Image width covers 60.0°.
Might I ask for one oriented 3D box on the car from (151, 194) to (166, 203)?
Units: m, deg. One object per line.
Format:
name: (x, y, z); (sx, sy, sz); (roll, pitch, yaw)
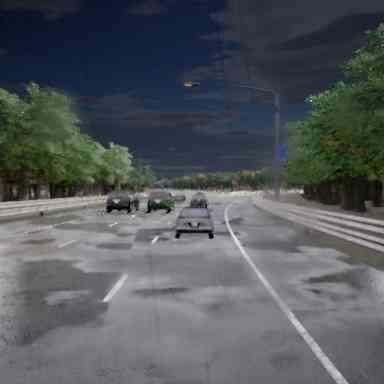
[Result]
car: (-5.622, 1.058, 55.723); (1.994, 1.385, 4.181); (0, 1, 2)

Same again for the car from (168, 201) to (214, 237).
car: (0.144, 1.422, 17.028); (2.033, 1.411, 5.357); (0, 0, 1)

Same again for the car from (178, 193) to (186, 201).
car: (-2.073, 0.980, 57.095); (2.128, 1.511, 4.902); (0, 1, 2)

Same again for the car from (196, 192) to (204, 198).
car: (2.003, 0.751, 86.468); (1.882, 1.535, 5.008); (0, 0, 0)

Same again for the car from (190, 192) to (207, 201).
car: (0.855, 0.988, 42.742); (2.097, 1.767, 4.553); (0, 1, 2)

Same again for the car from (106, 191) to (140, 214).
car: (-6.460, 0.955, 31.494); (2.150, 2.045, 5.566); (0, 1, 2)

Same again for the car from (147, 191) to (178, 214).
car: (-2.939, 0.956, 32.124); (2.150, 2.045, 5.566); (0, 1, 2)

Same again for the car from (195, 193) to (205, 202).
car: (1.504, 0.961, 62.605); (1.837, 1.490, 4.892); (0, 0, 2)

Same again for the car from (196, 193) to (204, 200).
car: (1.818, 0.883, 73.582); (1.812, 1.442, 4.674); (0, 0, 1)
